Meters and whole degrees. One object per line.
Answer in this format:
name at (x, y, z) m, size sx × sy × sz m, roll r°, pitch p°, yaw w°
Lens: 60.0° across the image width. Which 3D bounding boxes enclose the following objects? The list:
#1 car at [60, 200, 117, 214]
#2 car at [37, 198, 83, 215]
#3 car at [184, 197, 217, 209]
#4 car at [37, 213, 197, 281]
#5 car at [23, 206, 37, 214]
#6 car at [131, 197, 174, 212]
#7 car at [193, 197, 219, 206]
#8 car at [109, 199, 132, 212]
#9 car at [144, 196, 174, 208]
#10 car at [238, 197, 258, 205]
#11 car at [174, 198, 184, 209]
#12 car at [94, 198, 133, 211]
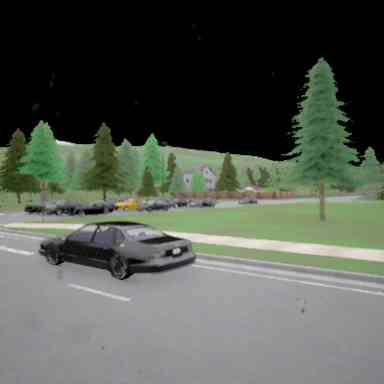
car at (-10.047, 1.715, 32.629) m, size 1.895 × 1.301 × 4.718 m, roll 0°, pitch 0°, yaw 36°
car at (-13.043, 1.480, 34.470) m, size 2.097 × 1.767 × 4.553 m, roll 0°, pitch 0°, yaw 36°
car at (1.501, 1.609, 48.381) m, size 2.128 × 1.511 × 4.902 m, roll 0°, pitch 0°, yaw 36°
car at (-2.442, 1.580, 10.026) m, size 5.357 × 1.411 × 2.033 m, roll 0°, pitch 0°, yaw 36°
car at (-15.841, 1.744, 36.570) m, size 1.895 × 1.301 × 4.718 m, roll 0°, pitch 0°, yaw 36°
car at (-4.644, 1.641, 39.979) m, size 1.812 × 1.442 × 4.674 m, roll 0°, pitch 0°, yaw 36°
car at (2.624, 1.693, 61.654) m, size 2.033 × 1.411 × 5.357 m, roll 0°, pitch 0°, yaw 37°
car at (-7.667, 1.607, 41.803) m, size 1.882 × 1.535 × 5.008 m, roll 0°, pitch 0°, yaw 36°
car at (-5.079, 1.497, 51.241) m, size 2.097 × 1.767 × 4.553 m, roll 0°, pitch 0°, yaw 36°
car at (10.126, 1.610, 60.048) m, size 2.128 × 1.511 × 4.902 m, roll 0°, pitch 0°, yaw 37°
car at (-2.117, 1.635, 49.367) m, size 1.837 × 1.490 × 4.892 m, roll 0°, pitch 0°, yaw 36°
car at (-10.333, 1.635, 44.084) m, size 2.128 × 1.511 × 4.902 m, roll 0°, pitch 0°, yaw 36°
